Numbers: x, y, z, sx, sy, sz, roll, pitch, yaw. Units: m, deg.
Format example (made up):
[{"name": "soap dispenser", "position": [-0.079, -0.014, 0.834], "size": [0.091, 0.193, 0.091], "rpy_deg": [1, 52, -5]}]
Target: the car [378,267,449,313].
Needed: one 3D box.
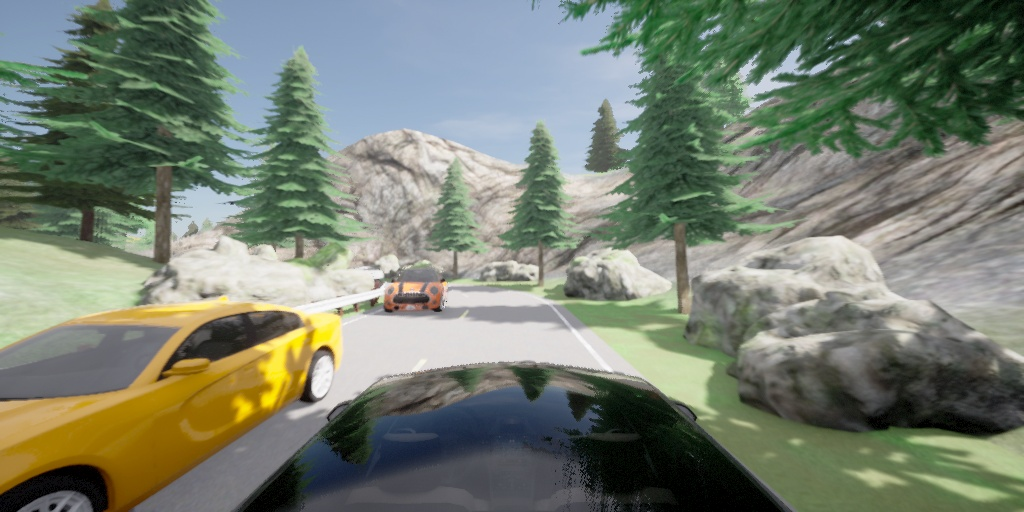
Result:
[{"name": "car", "position": [-3.845, 1.287, 15.049], "size": [2.097, 1.767, 4.553], "rpy_deg": [0, -1, -6]}]

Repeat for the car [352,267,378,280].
[{"name": "car", "position": [-14.385, 1.726, 34.023], "size": [4.674, 1.442, 1.812], "rpy_deg": [0, -1, 19]}]

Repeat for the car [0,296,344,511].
[{"name": "car", "position": [-3.598, 1.255, 3.637], "size": [1.882, 1.535, 5.008], "rpy_deg": [0, -1, 0]}]
